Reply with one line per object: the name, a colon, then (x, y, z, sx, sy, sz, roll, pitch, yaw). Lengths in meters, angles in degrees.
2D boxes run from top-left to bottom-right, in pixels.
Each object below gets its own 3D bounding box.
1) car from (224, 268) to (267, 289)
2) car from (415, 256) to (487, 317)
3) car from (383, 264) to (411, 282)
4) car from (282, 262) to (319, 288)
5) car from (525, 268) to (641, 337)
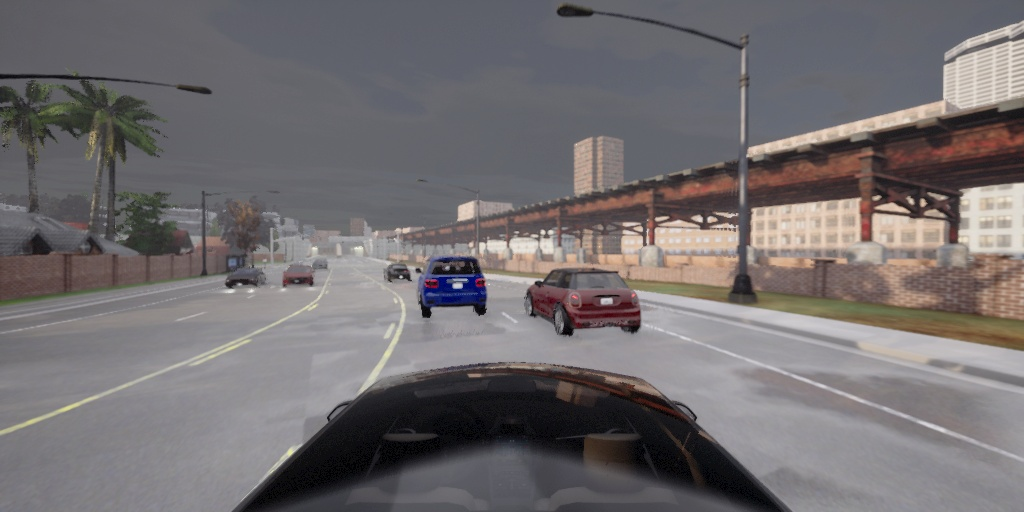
car: (-19.800, 1.585, 26.935, 2.033, 1.411, 5.357, -1, 0, -26)
car: (-2.444, 1.033, 13.760, 2.150, 2.045, 5.566, 0, 0, -16)
car: (-10.037, 1.446, 31.262, 1.837, 1.490, 4.892, 0, 0, -26)
car: (-15.893, 1.471, 26.913, 1.882, 1.535, 5.008, -1, 0, -26)
car: (1.850, 1.123, 10.737, 2.097, 1.767, 4.553, 0, 0, -12)
